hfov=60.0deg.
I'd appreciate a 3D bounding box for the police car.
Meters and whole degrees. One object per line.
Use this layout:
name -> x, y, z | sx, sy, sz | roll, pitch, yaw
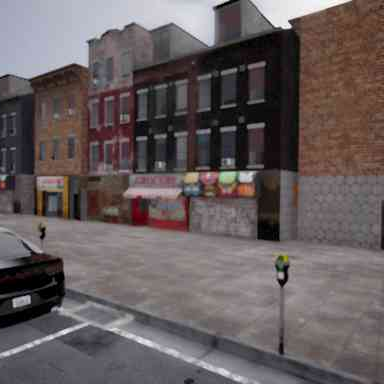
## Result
police car -> -4.482, 1.276, 6.178 | 5.238, 1.638, 1.930 | 1, 1, 36
